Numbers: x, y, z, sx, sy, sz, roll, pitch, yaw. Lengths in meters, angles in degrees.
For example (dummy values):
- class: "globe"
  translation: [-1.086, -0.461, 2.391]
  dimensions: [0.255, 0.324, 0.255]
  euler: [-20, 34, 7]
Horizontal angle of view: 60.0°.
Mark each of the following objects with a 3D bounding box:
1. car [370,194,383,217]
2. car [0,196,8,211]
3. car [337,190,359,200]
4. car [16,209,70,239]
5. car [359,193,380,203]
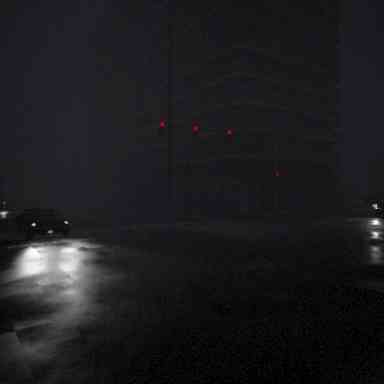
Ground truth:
- class: "car"
  translation: [15.183, 1.068, 24.792]
  dimensions: [1.837, 1.490, 4.892]
  euler: [0, 1, 43]
- class: "car"
  translation: [-22.802, 1.263, 38.639]
  dimensions: [2.097, 1.767, 4.553]
  euler: [-1, 1, -35]
- class: "car"
  translation: [26.881, 0.467, 56.847]
  dimensions: [2.097, 1.767, 4.553]
  euler: [-1, 1, -11]
- class: "car"
  translation: [-7.885, 1.558, 17.404]
  dimensions: [1.895, 1.301, 4.718]
  euler: [-1, 1, -35]
- class: "car"
  translation: [23.716, 0.853, 42.919]
  dimensions: [1.994, 1.385, 4.181]
  euler: [-1, 1, 8]
